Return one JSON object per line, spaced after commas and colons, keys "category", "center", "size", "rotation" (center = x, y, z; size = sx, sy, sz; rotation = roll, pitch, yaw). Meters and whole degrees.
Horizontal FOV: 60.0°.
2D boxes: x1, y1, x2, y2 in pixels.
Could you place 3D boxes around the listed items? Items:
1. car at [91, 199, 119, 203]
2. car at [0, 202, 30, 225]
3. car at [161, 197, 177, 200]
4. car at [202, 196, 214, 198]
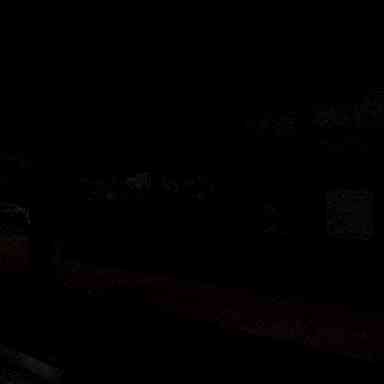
{"category": "car", "center": [-7.658, 1.342, 28.384], "size": [1.837, 1.490, 4.892], "rotation": [0, 0, 31]}
{"category": "car", "center": [-12.322, 1.381, 20.401], "size": [1.812, 1.442, 4.674], "rotation": [0, 0, 30]}
{"category": "car", "center": [-3.010, 1.311, 36.306], "size": [2.128, 1.511, 4.902], "rotation": [0, 0, 30]}
{"category": "car", "center": [2.169, 1.291, 45.101], "size": [2.128, 1.511, 4.902], "rotation": [0, 0, 31]}
